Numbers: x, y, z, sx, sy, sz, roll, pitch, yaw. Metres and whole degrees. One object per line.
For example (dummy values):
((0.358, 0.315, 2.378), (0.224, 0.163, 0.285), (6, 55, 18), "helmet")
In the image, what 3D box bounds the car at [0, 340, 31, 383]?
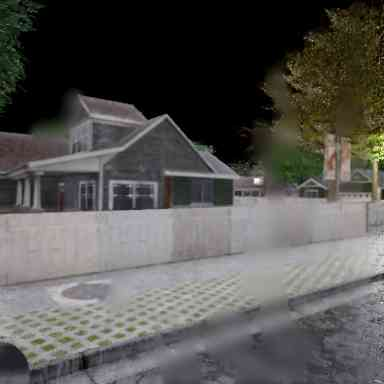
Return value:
((-3.059, 1.488, 0.887), (4.892, 1.490, 1.837), (1, 0, -35), "car")
